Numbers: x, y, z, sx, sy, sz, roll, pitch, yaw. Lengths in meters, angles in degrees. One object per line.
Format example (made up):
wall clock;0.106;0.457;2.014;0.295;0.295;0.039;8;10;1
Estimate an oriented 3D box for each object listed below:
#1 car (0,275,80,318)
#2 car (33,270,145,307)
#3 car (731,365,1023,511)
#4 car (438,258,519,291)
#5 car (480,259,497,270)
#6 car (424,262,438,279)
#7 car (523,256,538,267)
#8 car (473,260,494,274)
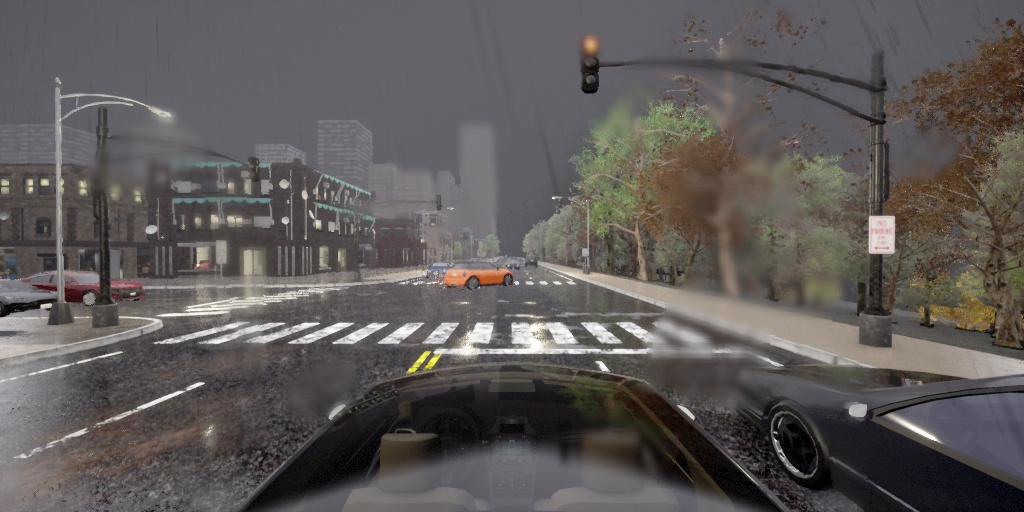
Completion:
car;-19.932;1.564;13.681;4.313;1.339;1.948;0;0;0
car;-19.815;1.448;16.386;5.008;1.535;1.882;0;1;0
car;3.350;1.297;1.504;2.033;1.411;5.357;0;0;0
car;-1.945;1.097;22.208;2.097;1.767;4.553;0;0;40
car;-3.278;1.224;51.776;2.128;1.511;4.902;0;0;0
car;-6.557;1.266;32.981;1.812;1.442;4.674;0;0;0
car;3.428;0.948;64.252;2.150;2.045;5.566;0;0;0
car;-3.292;1.228;42.373;2.128;1.511;4.902;0;0;0
